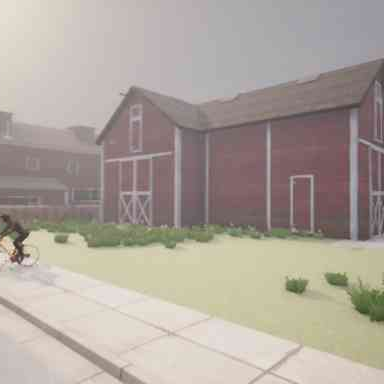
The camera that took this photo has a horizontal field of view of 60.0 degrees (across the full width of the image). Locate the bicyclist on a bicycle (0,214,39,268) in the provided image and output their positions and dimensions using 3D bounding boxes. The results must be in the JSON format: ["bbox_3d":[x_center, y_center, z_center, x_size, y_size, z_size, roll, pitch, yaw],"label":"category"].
[{"bbox_3d":[-5.301,1.458,9.746,0.582,1.620,1.656,-1,-2,43],"label":"bicyclist on a bicycle"}]
